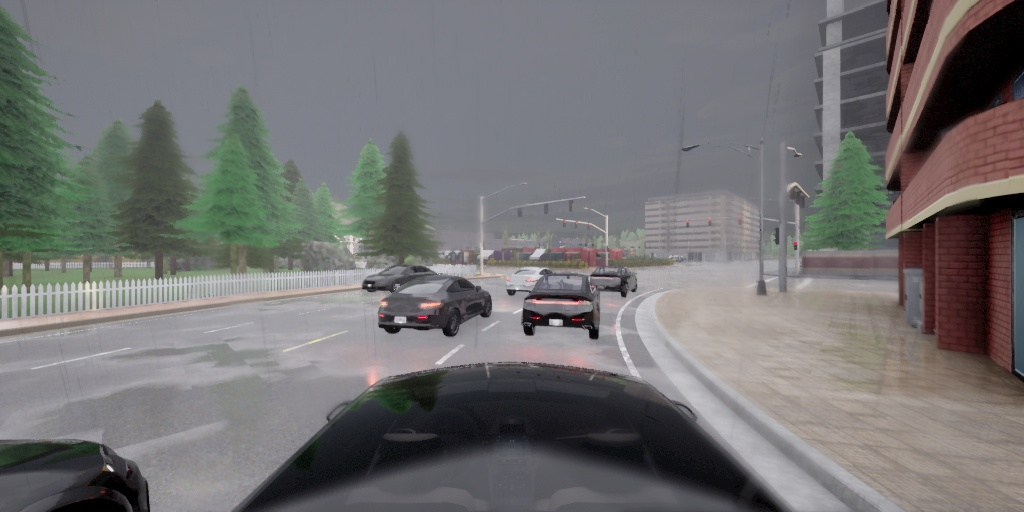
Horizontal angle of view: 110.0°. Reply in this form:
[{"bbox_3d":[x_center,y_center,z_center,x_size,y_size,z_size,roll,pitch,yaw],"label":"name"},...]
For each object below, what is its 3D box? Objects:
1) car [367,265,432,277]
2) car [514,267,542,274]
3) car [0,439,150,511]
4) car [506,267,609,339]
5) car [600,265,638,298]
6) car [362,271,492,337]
[{"bbox_3d":[-6.184,1.258,20.278,1.837,1.490,4.892,0,0,25],"label":"car"},{"bbox_3d":[1.266,1.276,18.837,1.812,1.442,4.674,0,0,26],"label":"car"},{"bbox_3d":[-3.170,1.314,0.434,1.994,1.385,4.181,0,0,-2],"label":"car"},{"bbox_3d":[1.561,1.242,10.208,2.128,1.511,4.902,0,0,14],"label":"car"},{"bbox_3d":[5.344,1.241,18.824,2.128,1.511,4.902,0,0,28],"label":"car"},{"bbox_3d":[-1.986,1.276,10.340,1.812,1.442,4.674,0,0,13],"label":"car"}]
